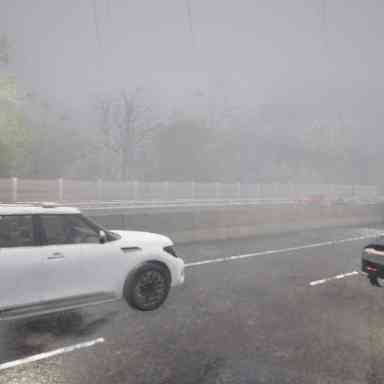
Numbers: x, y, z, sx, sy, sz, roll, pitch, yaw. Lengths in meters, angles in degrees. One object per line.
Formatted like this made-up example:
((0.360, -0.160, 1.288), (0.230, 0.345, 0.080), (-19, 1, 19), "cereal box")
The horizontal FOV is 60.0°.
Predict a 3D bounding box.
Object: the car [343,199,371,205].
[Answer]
((20.644, 1.553, 40.180), (4.181, 1.385, 1.994), (0, 0, -35), "car")

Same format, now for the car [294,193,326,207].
((16.525, 1.214, 45.836), (5.566, 2.045, 2.150), (0, 0, -35), "car")

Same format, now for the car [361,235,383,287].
((6.016, 1.484, 8.034), (4.902, 1.511, 2.128), (0, 0, -35), "car")

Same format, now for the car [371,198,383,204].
((22.930, 1.213, 37.513), (5.566, 2.045, 2.150), (0, 0, -35), "car")

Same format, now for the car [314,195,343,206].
((18.260, 1.495, 42.779), (4.892, 1.490, 1.837), (0, 0, -35), "car")

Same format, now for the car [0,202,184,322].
((-2.823, 1.221, 6.031), (5.566, 2.045, 2.150), (0, 0, -35), "car")

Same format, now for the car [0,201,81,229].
((-10.295, 1.474, 22.443), (5.008, 1.535, 1.882), (0, 0, -35), "car")
